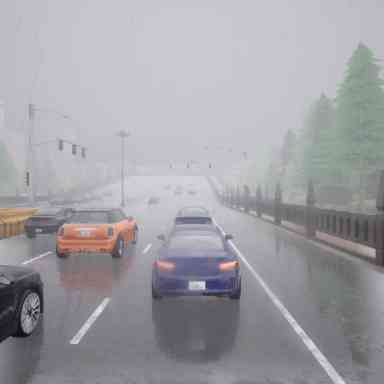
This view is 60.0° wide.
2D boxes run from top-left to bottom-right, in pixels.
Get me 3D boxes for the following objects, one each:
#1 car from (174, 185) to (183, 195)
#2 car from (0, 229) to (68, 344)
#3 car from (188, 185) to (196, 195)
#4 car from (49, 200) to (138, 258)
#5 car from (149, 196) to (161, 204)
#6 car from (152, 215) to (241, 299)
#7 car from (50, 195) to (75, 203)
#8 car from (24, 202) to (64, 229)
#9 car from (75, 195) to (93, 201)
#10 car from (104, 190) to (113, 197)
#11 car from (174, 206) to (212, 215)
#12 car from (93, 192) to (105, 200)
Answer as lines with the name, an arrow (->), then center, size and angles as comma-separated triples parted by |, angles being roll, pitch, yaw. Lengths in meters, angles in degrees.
car -> -3.598, -0.047, 86.036 | 1.837, 1.490, 4.892 | 0, 7, 0
car -> -3.410, 1.492, 3.720 | 2.128, 1.511, 4.902 | 0, 0, 0
car -> -0.098, -0.069, 86.023 | 1.882, 1.535, 5.008 | 0, 7, 0
car -> -3.428, 1.352, 12.836 | 2.097, 1.767, 4.553 | 0, 0, 0
car -> -7.029, 1.516, 62.959 | 2.033, 1.411, 5.357 | 0, 1, 0
car -> 0.083, 1.526, 8.305 | 1.812, 1.442, 4.674 | 0, 0, 0
car -> -21.189, 1.351, 53.797 | 2.097, 1.767, 4.553 | 0, 0, 0
car -> -6.940, 1.505, 17.477 | 1.837, 1.490, 4.892 | 0, 0, 0
car -> -21.159, 1.507, 63.181 | 2.033, 1.411, 5.357 | 0, 1, 0
car -> -21.108, 0.300, 83.145 | 2.128, 1.511, 4.902 | 0, 6, 0
car -> 0.062, 1.478, 17.636 | 1.882, 1.535, 5.008 | 0, 0, 0
car -> -21.143, 1.149, 72.917 | 1.994, 1.385, 4.181 | 0, 3, 0
